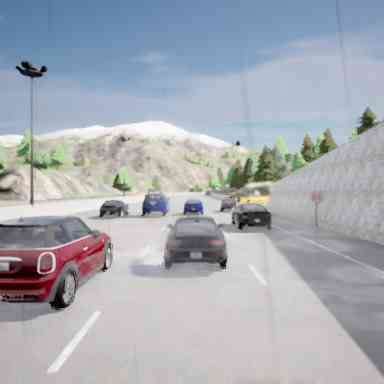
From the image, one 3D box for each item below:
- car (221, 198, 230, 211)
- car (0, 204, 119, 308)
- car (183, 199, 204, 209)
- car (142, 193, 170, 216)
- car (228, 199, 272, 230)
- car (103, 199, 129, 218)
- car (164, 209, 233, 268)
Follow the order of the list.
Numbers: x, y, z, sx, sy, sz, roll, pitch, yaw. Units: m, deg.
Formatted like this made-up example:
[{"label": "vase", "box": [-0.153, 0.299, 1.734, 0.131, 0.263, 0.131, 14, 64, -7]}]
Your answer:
[{"label": "car", "box": [4.306, 1.451, 38.344, 2.033, 1.411, 5.357, 0, 0, 8]}, {"label": "car", "box": [-3.390, 1.331, 8.020, 2.097, 1.767, 4.553, 0, 0, 0]}, {"label": "car", "box": [0.138, 1.394, 33.122, 1.882, 1.535, 5.008, 0, 0, 0]}, {"label": "car", "box": [-3.364, 1.142, 31.440, 2.150, 2.045, 5.566, 0, 0, 0]}, {"label": "car", "box": [3.624, 1.425, 20.922, 1.882, 1.535, 5.008, 0, 0, 0]}, {"label": "car", "box": [-6.866, 1.430, 29.672, 1.837, 1.490, 4.892, 0, 0, 0]}, {"label": "car", "box": [0.113, 1.497, 11.064, 1.812, 1.442, 4.674, 0, 0, 0]}]
